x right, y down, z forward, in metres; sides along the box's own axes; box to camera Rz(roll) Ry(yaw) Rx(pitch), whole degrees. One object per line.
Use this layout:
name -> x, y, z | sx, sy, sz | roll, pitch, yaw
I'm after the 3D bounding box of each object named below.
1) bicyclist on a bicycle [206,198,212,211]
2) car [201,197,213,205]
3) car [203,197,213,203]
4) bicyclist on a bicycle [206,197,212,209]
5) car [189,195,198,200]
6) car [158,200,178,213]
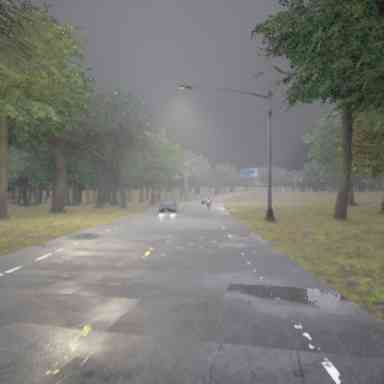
bicyclist on a bicycle -> 2.054, 1.574, 40.882 | 0.866, 1.612, 1.509 | 0, 0, 3
car -> 2.984, 1.911, 68.960 | 1.895, 1.301, 4.718 | 0, 0, 5
car -> 3.786, 1.915, 78.236 | 1.994, 1.385, 4.181 | 0, 0, 5
bicyclist on a bicycle -> 2.521, 1.624, 49.549 | 0.866, 1.612, 1.509 | 0, -1, 3
car -> 0.417, 1.333, 79.764 | 2.097, 1.767, 4.553 | 0, 0, 6
car -> -2.649, 1.666, 38.281 | 2.033, 1.411, 5.357 | 0, 0, 3
